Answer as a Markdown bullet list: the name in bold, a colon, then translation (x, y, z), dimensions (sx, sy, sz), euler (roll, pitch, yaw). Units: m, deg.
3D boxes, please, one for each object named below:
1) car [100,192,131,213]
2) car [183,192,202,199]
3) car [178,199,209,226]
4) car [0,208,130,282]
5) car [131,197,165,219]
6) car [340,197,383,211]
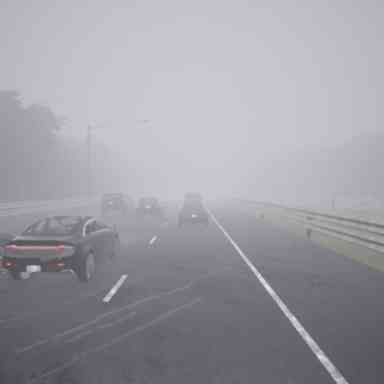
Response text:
- **car**: translation (-6.908, 1.057, 31.115), dimensions (2.150, 2.045, 5.566), euler (0, 0, 0)
- **car**: translation (0.092, 1.010, 41.127), dimensions (2.150, 2.045, 5.566), euler (0, 0, 0)
- **car**: translation (0.098, 1.439, 22.525), dimensions (1.994, 1.385, 4.181), euler (0, 0, 0)
- **car**: translation (-3.401, 1.428, 9.570), dimensions (2.128, 1.511, 4.902), euler (1, 0, 0)
- **car**: translation (-3.404, 1.202, 27.746), dimensions (2.097, 1.767, 4.553), euler (0, 0, 0)
- **car**: translation (19.926, 1.392, 39.483), dimensions (1.801, 1.575, 5.366), euler (0, 0, -19)
